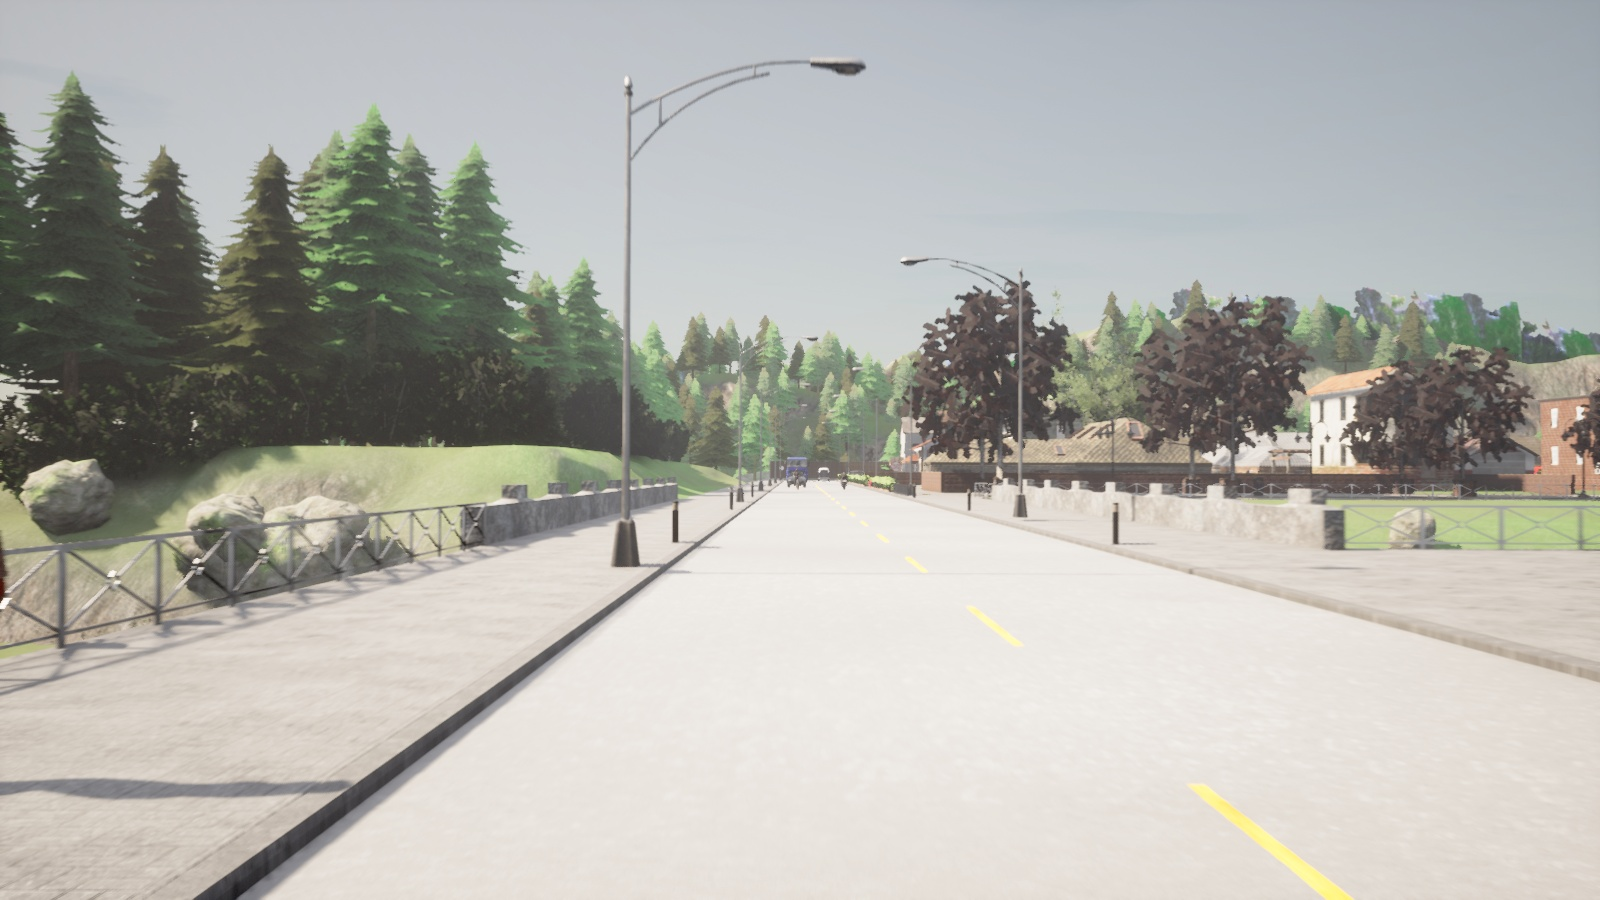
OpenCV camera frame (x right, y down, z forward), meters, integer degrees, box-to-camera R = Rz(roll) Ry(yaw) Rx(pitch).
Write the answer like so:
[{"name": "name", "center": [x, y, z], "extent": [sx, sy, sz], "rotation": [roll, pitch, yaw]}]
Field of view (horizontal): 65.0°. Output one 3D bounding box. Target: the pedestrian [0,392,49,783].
[{"name": "pedestrian", "center": [-3.887, 0.639, 5.909], "extent": [0.328, 1.805, 0.869], "rotation": [0, -1, -11]}]
